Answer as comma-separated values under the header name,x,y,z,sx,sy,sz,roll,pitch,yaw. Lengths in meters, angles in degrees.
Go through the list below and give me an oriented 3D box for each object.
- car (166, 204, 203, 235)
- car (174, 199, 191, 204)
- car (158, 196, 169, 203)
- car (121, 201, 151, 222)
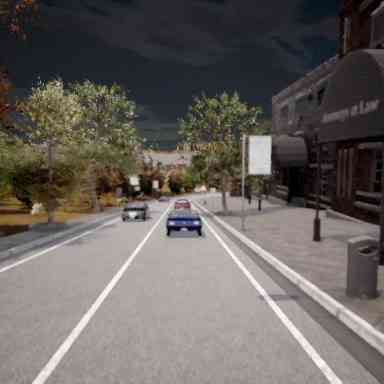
name,x,y,z,sx,sy,sz,roll,pitch,yaw
car,-0.462,1.589,18.832,1.895,1.301,4.718,0,0,-2
car,-1.042,1.508,36.700,1.812,1.442,4.674,0,0,-2
car,-5.688,1.544,67.693,1.994,1.385,4.181,0,0,-2
car,-4.422,1.497,26.725,2.128,1.511,4.902,0,0,-2
